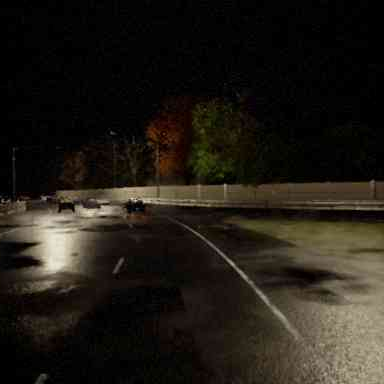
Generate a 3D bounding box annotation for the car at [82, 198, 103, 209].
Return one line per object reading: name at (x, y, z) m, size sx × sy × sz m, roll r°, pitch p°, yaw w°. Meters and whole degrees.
car at (-14.094, 1.668, 46.392) m, size 1.994 × 1.385 × 4.181 m, roll 0°, pitch 0°, yaw -25°

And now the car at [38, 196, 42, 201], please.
car at (-38.576, 1.688, 86.468) m, size 1.895 × 1.301 × 4.718 m, roll 0°, pitch 0°, yaw -37°

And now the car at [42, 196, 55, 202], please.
car at (-34.108, 1.772, 81.061) m, size 2.128 × 1.511 × 4.902 m, roll 0°, pitch 0°, yaw -40°

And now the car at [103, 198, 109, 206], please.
car at (-15.800, 1.718, 57.032) m, size 1.895 × 1.301 × 4.718 m, roll 0°, pitch 0°, yaw -31°

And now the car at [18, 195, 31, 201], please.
car at (-42.740, 1.600, 83.802) m, size 5.008 × 1.535 × 1.882 m, roll 0°, pitch 0°, yaw 38°

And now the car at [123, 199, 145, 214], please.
car at (-6.351, 1.540, 36.448) m, size 2.128 × 1.511 × 4.902 m, roll 0°, pitch 0°, yaw -19°

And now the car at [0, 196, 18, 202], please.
car at (-45.007, 1.661, 81.136) m, size 4.674 × 1.442 × 1.812 m, roll 0°, pitch 0°, yaw 38°

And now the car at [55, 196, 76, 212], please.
car at (-15.125, 1.601, 40.118) m, size 2.128 × 1.511 × 4.902 m, roll 0°, pitch 0°, yaw -22°
